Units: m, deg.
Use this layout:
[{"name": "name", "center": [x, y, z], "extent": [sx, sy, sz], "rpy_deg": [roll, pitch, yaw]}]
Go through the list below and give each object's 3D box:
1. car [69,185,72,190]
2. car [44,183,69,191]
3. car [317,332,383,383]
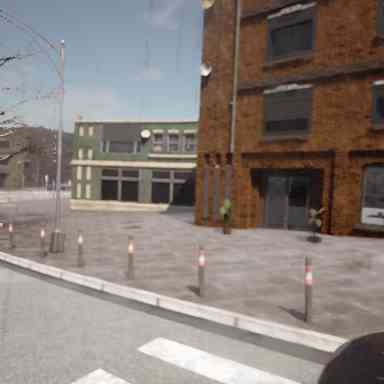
[{"name": "car", "center": [-28.595, -1.082, 74.142], "extent": [5.008, 1.535, 2.097], "rpy_deg": [3, 2, 23]}, {"name": "car", "center": [-29.642, -1.151, 71.583], "extent": [4.553, 1.767, 2.185], "rpy_deg": [3, 2, 23]}, {"name": "car", "center": [3.109, 1.497, 1.534], "extent": [4.892, 1.490, 1.837], "rpy_deg": [0, 0, 35]}]
